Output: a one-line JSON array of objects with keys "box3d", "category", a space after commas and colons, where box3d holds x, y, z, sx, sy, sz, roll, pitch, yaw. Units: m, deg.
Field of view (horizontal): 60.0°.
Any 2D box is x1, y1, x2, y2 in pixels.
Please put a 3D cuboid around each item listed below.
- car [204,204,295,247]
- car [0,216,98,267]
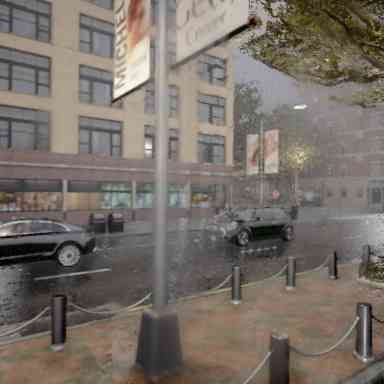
[{"box3d": [2.747, 1.461, 15.753, 4.553, 1.767, 2.097, 1, 0, -35], "category": "car"}, {"box3d": [-5.357, 1.508, 9.992, 4.902, 1.511, 2.128, 1, 0, -36], "category": "car"}]
